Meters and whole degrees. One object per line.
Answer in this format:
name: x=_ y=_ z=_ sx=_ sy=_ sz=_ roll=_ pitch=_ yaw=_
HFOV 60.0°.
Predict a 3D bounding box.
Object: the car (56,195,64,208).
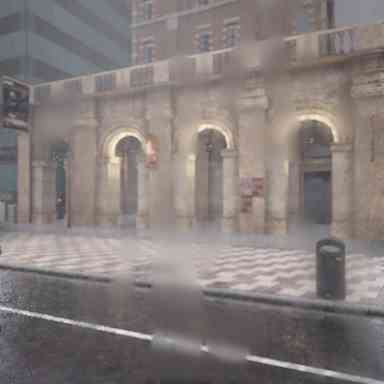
car: x=-13.892 y=1.360 z=32.552 sx=5.566 sy=2.045 sz=2.435 roll=0 pitch=-1 yaw=24
